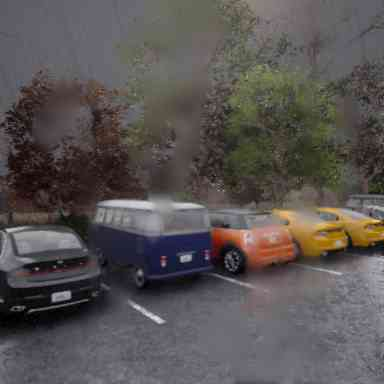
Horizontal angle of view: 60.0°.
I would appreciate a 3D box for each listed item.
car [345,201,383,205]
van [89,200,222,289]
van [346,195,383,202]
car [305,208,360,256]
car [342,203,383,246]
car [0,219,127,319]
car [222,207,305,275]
[{"bbox_3d":[7.695,1.379,15.555,2.231,1.521,4.892,0,0,-36],"label":"car"},{"bbox_3d":[-1.394,1.226,9.212,1.878,1.987,4.442,0,0,-36],"label":"van"},{"bbox_3d":[9.877,1.133,17.264,1.878,1.987,4.442,0,0,-36],"label":"van"},{"bbox_3d":[3.085,1.415,12.262,2.097,1.535,5.008,0,0,-36],"label":"car"},{"bbox_3d":[5.441,1.396,13.945,2.097,1.535,5.008,0,0,-36],"label":"car"},{"bbox_3d":[-3.575,1.471,7.502,2.231,1.521,4.892,0,0,-36],"label":"car"},{"bbox_3d":[0.947,1.308,10.702,2.185,1.767,4.553,0,0,-36],"label":"car"}]
